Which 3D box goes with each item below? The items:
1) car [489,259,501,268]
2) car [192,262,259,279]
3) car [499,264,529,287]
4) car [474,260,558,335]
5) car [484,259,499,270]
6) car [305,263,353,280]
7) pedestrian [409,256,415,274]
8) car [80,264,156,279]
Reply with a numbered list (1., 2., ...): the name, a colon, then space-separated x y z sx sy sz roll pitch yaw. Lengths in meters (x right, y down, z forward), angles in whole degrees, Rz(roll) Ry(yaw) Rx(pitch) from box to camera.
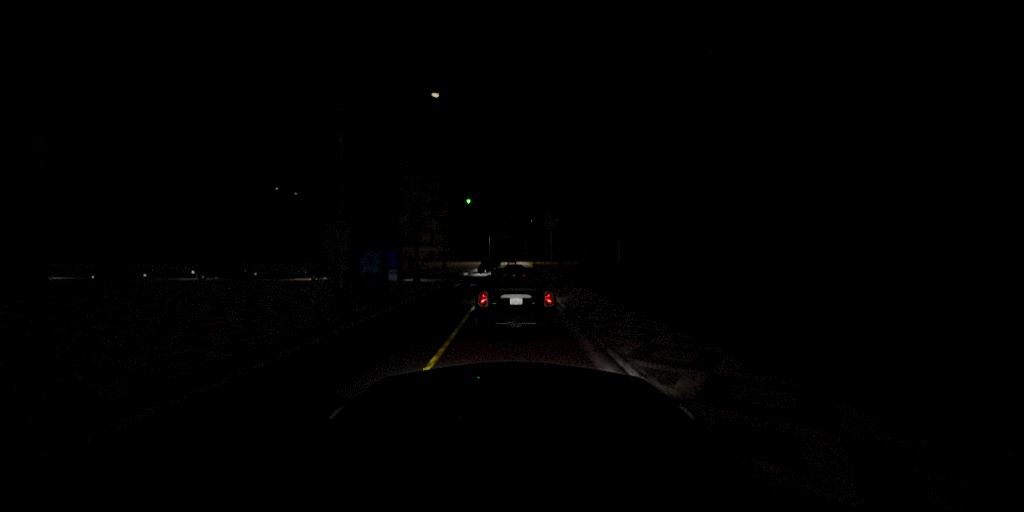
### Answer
1. car: -3.008 1.333 63.680 1.994 1.385 4.181 0 0 -1
2. car: -23.881 1.211 30.001 4.902 1.511 2.128 0 0 1
3. car: 0.136 1.317 26.405 2.033 1.411 5.357 0 0 0
4. car: 0.103 1.111 10.717 2.097 1.767 4.553 0 0 0
5. car: -3.034 1.276 53.635 1.837 1.490 4.892 0 0 0
6. car: -14.508 1.238 29.753 4.902 1.511 2.128 0 0 2
7. pedestrian: -10.046 0.855 35.870 0.375 1.860 0.375 0 0 2
8. car: -33.118 1.295 30.251 4.718 1.301 1.895 0 0 1
